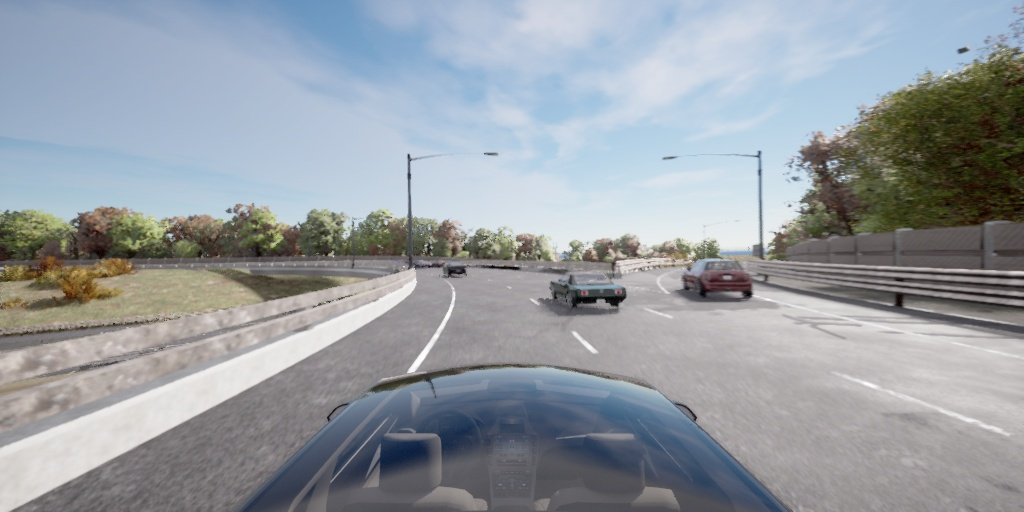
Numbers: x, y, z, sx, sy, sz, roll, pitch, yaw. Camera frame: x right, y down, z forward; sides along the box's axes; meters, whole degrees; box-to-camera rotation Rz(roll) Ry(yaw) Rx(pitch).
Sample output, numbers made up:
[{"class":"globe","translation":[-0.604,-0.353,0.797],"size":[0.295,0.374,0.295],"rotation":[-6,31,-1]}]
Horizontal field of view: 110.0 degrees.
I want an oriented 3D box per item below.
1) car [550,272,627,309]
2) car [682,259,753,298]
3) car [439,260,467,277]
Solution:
[{"class":"car","translation":[2.856,1.297,14.666],"size":[1.895,1.301,4.718],"rotation":[-1,0,-6]},{"class":"car","translation":[9.705,0.925,17.316],"size":[2.097,1.767,4.553],"rotation":[-1,0,15]},{"class":"car","translation":[-6.115,1.331,37.870],"size":[1.882,1.535,5.008],"rotation":[-1,0,-19]}]
